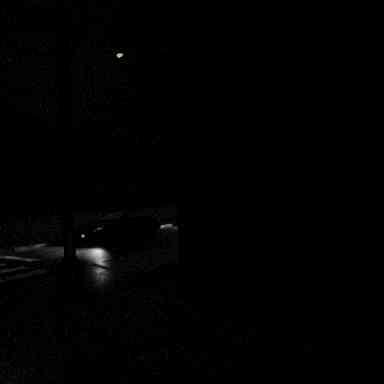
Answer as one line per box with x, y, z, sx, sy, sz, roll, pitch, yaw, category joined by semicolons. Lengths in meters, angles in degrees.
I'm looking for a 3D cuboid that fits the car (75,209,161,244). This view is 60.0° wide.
-3.422;1.576;16.276;1.812;1.442;4.674;-4;-1;34;car
